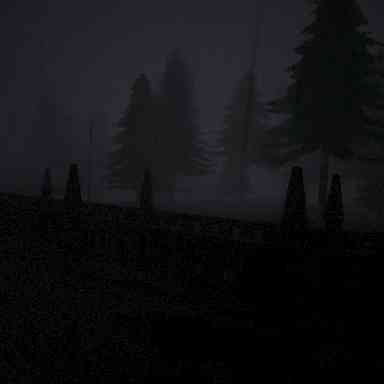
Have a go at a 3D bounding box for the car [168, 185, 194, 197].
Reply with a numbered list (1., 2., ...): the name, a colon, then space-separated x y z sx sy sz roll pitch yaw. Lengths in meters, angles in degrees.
1. car: -1.864 -0.246 55.459 2.150 2.045 5.566 4 2 37

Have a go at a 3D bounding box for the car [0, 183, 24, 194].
1. car: -20.907 -0.216 36.183 2.128 1.511 4.902 4 2 37

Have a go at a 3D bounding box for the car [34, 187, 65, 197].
1. car: -15.166 0.098 37.761 1.895 1.301 4.718 4 2 37
